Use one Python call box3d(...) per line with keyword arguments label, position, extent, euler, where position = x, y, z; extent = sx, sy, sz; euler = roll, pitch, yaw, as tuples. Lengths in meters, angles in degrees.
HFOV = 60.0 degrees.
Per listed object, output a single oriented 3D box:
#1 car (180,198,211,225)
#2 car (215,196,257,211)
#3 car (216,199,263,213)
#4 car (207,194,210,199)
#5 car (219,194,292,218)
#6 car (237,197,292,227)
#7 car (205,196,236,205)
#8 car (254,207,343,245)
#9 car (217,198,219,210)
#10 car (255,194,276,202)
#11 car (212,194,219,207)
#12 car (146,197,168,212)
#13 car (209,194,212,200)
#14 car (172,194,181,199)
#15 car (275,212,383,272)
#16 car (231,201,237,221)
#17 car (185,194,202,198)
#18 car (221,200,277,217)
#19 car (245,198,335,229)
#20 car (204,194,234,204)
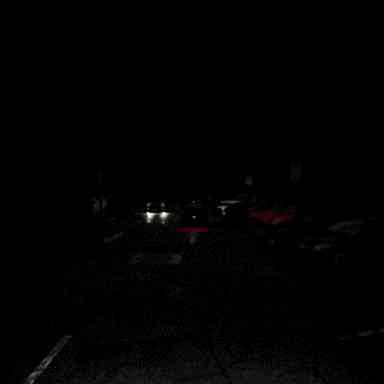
box3d(label="car", position=(0.142, 1.488, 24.391), extent=(1.882, 1.535, 5.008), euler=(0, 0, 0))
box3d(label="car", position=(5.411, 1.405, 40.633), extent=(4.553, 1.767, 2.185), euler=(1, 0, -20))
box3d(label="car", position=(5.403, 1.552, 37.618), extent=(4.792, 1.488, 2.163), euler=(1, 0, -20))
box3d(label="car", position=(5.478, 1.572, 52.653), extent=(5.008, 1.535, 2.097), euler=(1, 0, -20))
box3d(label="car", position=(5.363, 1.246, 25.602), extent=(5.566, 2.045, 2.435), euler=(1, 0, -20))
box3d(label="car", position=(5.381, 1.365, 19.627), extent=(4.553, 1.767, 2.185), euler=(1, 0, -20))
box3d(label="car", position=(5.326, 1.600, 61.598), extent=(5.366, 1.575, 1.946), euler=(1, 0, -20))
box3d(label="car", position=(5.299, 1.515, 13.606), extent=(4.792, 1.488, 2.163), euler=(1, 0, -20))
box3d(label="car", position=(5.213, 1.497, 28.560), extent=(5.366, 1.575, 1.946), euler=(1, 0, -20))
box3d(label="car", position=(18.519, 1.446, 83.661), extent=(2.435, 2.045, 5.566), euler=(0, 0, -21))
box3d(label="car", position=(5.392, 1.264, 34.619), extent=(5.566, 2.045, 2.435), euler=(1, 0, -20))
box3d(label="car", position=(-4.000, 1.392, 38.531), extent=(2.097, 1.767, 4.553), euler=(0, 0, 0))
box3d(label="car", position=(5.511, 1.436, 49.651), extent=(4.553, 1.767, 2.185), euler=(1, 0, -20))
box3d(label="car", position=(-3.725, 1.155, 78.958), extent=(2.097, 1.767, 4.553), euler=(0, 0, 2))
box3d(label="car", position=(5.320, 1.526, 10.614), extent=(4.674, 1.452, 2.002), euler=(1, 0, -20))
box3d(label="car", position=(5.357, 1.534, 22.624), extent=(4.674, 1.452, 2.002), euler=(1, 0, -20))
box3d(label="car", position=(0.191, 1.274, 42.865), extent=(2.150, 2.045, 5.566), euler=(0, 0, 0))
box3d(label="car", position=(5.372, 1.538, 31.617), extent=(4.792, 1.488, 2.163), euler=(1, 0, -20))
box3d(label="car", position=(5.369, 1.363, 16.626), extent=(4.553, 1.767, 2.185), euler=(1, 0, -20))
box3d(label="car", position=(5.526, 1.377, 67.691), extent=(5.566, 2.045, 2.435), euler=(1, 0, -20))
